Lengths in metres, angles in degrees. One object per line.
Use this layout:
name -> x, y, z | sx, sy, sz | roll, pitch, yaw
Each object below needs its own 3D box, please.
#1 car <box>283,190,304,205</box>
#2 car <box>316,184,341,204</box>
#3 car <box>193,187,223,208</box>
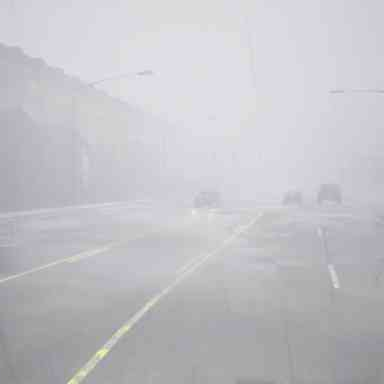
car -> 10.252, 0.534, 33.687 | 2.033, 1.411, 5.357 | 1, 2, 18
car -> 14.515, 0.162, 35.377 | 2.150, 2.045, 5.566 | 1, 1, 18
car -> 1.520, 0.576, 30.246 | 1.837, 1.490, 4.892 | 1, 2, 19
